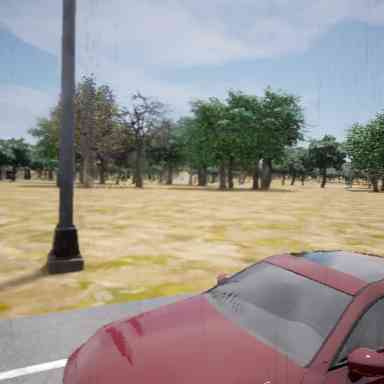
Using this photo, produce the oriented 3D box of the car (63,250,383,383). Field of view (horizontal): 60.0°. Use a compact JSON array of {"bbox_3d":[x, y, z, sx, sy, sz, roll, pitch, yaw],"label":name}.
[{"bbox_3d":[1.231,1.375,3.192,4.674,1.442,1.812,0,3,-26],"label":"car"}]
